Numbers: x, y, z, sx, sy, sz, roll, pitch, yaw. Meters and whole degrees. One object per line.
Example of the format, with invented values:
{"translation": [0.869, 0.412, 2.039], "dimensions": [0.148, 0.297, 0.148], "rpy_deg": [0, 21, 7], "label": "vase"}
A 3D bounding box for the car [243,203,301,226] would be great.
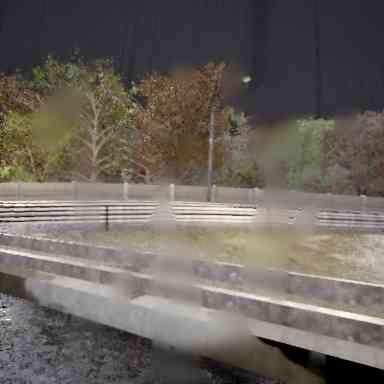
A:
{"translation": [6.407, 1.681, 26.809], "dimensions": [4.553, 1.767, 2.097], "rpy_deg": [4, -1, -16], "label": "car"}
